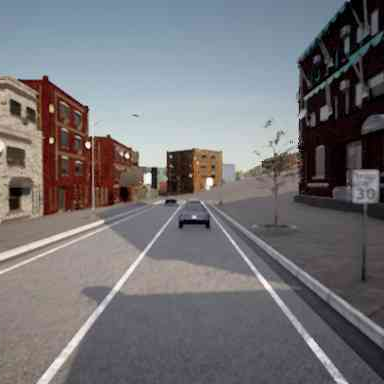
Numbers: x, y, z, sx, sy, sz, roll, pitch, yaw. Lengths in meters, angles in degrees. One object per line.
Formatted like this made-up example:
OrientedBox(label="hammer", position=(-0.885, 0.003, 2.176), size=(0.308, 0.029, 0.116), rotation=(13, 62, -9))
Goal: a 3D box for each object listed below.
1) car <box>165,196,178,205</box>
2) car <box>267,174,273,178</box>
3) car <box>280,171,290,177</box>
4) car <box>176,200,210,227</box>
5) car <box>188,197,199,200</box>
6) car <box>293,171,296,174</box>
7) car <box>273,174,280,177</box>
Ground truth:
OrientedBox(label="car", position=(-3.380, 1.346, 54.145), size=(1.895, 1.301, 4.718), rotation=(0, 0, 0))
OrientedBox(label="car", position=(22.290, -4.238, 88.618), size=(2.002, 1.452, 4.674), rotation=(0, 1, -2))
OrientedBox(label="car", position=(23.086, -4.152, 77.574), size=(2.185, 1.767, 4.553), rotation=(0, 1, -5))
OrientedBox(label="car", position=(0.143, 1.460, 21.862), size=(1.994, 1.385, 4.181), rotation=(0, 0, 0))
OrientedBox(label="car", position=(0.187, 1.335, 40.206), size=(1.812, 1.442, 4.674), rotation=(0, 0, 0))
OrientedBox(label="car", position=(23.693, -3.868, 71.883), size=(2.163, 1.488, 4.792), rotation=(0, 1, -6))
OrientedBox(label="car", position=(22.630, -4.152, 83.080), size=(2.097, 1.535, 5.008), rotation=(0, 1, -4))
